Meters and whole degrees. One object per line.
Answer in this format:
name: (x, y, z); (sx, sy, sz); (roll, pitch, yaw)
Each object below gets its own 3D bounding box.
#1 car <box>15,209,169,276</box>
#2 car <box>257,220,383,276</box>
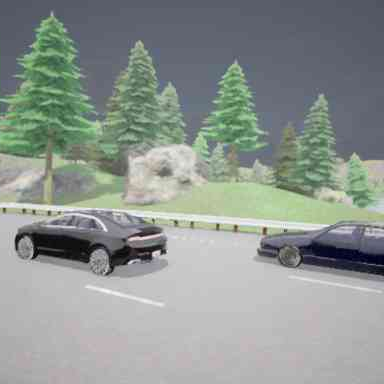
car: (-2.976, 1.248, 9.472); (4.902, 1.511, 2.128); (2, 1, 30)
car: (4.580, 1.494, 9.073); (5.357, 1.411, 2.033); (2, 1, 33)
